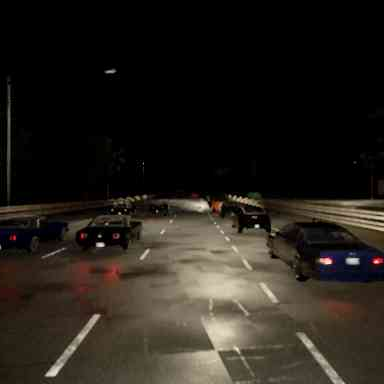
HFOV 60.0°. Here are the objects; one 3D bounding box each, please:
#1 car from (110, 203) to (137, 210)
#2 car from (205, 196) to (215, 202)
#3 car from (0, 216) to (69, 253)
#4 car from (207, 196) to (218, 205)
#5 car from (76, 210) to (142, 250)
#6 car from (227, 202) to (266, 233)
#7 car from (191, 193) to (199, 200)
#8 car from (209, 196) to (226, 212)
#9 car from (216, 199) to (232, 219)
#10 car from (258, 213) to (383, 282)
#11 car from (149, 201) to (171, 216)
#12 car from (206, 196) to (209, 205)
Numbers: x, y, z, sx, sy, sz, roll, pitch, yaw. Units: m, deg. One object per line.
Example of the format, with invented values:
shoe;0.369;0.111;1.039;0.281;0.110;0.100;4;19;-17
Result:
car;-6.816;1.767;33.468;1.895;1.301;4.718;0;0;0
car;4.019;1.564;75.259;2.033;1.411;5.357;0;0;1
car;-6.893;1.676;14.031;1.895;1.301;4.718;0;0;0
car;3.871;1.556;64.478;1.801;1.575;5.366;0;0;1
car;-3.392;1.679;14.588;1.895;1.301;4.718;0;0;0
car;3.522;1.609;20.413;1.837;1.490;4.892;0;0;0
car;0.669;1.287;85.375;1.812;1.442;4.674;0;0;1
car;3.644;1.558;42.324;2.097;1.767;4.553;0;0;0
car;3.570;1.661;31.384;1.837;1.490;4.892;0;0;0
car;3.601;1.604;9.950;2.033;1.411;5.357;0;0;0
car;-3.309;1.663;34.480;2.128;1.511;4.902;0;0;0
car;3.743;1.536;53.287;2.097;1.767;4.553;0;0;1
